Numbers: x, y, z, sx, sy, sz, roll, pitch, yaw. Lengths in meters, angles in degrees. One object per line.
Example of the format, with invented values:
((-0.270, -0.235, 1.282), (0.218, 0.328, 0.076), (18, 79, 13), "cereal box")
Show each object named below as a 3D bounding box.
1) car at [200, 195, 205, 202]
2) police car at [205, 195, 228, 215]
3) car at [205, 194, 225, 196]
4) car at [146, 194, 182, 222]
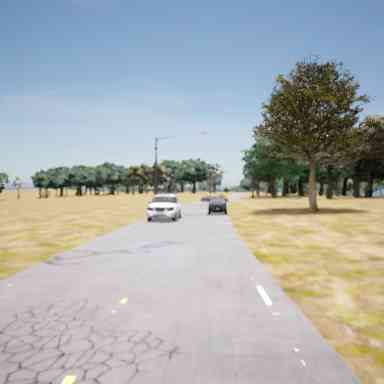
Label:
((2.874, 1.302, 66.670), (1.994, 1.385, 4.181), (0, 1, 10), "car")
((2.627, 1.389, 33.994), (1.930, 1.638, 5.238), (0, 0, 5), "police car")
((3.563, 1.357, 51.523), (1.882, 1.535, 5.008), (0, 1, 8), "car")
((-2.106, 1.200, 26.448), (2.150, 2.045, 5.566), (0, 0, 4), "car")
